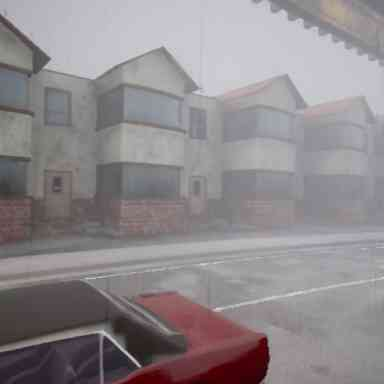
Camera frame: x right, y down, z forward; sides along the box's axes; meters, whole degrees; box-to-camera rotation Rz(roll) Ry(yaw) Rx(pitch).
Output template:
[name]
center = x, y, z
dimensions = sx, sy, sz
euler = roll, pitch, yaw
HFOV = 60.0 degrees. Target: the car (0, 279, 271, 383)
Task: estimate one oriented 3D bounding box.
[car]
center = -1.655, 1.580, 2.684
dimensions = 4.718, 1.301, 1.895
euler = 0, 0, -34
